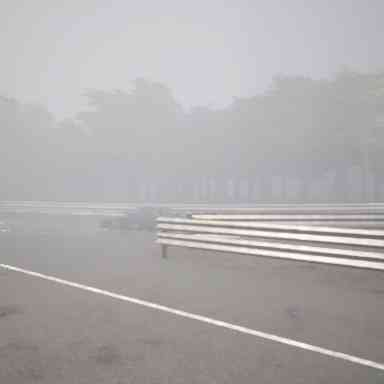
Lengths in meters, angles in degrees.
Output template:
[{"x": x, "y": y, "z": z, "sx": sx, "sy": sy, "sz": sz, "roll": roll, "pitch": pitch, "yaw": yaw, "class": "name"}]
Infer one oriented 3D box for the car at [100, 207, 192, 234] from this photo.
[{"x": -2.341, "y": 1.538, "z": 18.389, "sx": 5.357, "sy": 1.411, "sz": 2.033, "roll": 0, "pitch": 0, "yaw": 16, "class": "car"}]
